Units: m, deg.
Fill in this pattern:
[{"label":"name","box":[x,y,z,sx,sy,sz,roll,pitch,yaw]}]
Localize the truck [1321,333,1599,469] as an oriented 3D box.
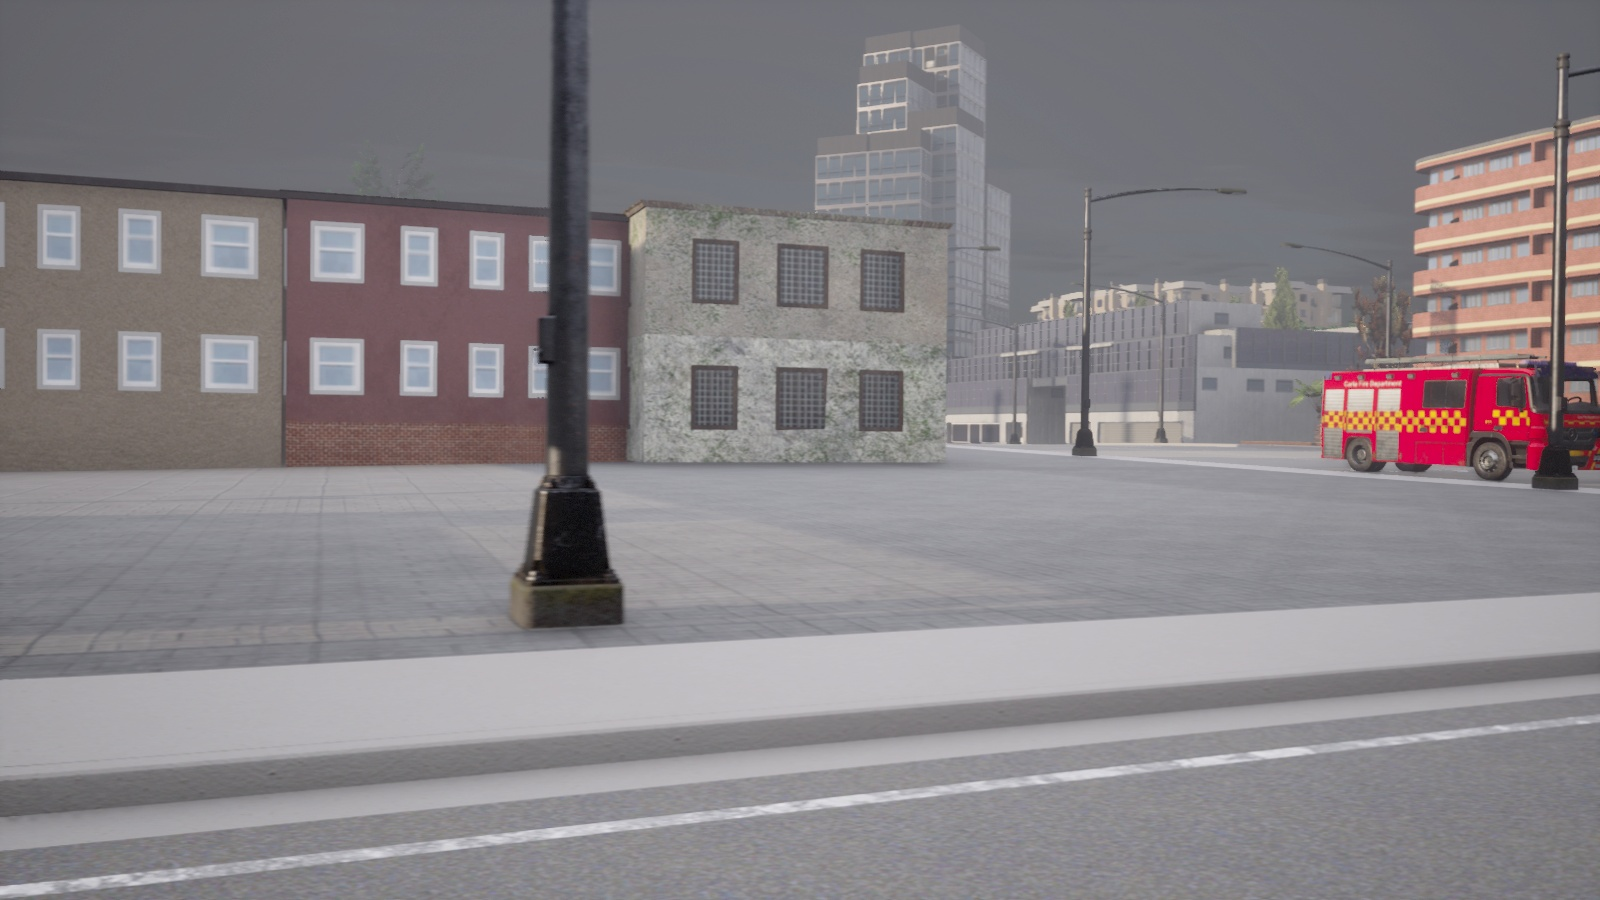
[{"label":"truck","box":[20.846,-1.527,39.848,2.891,3.827,8.468,-1,2,-21]}]
